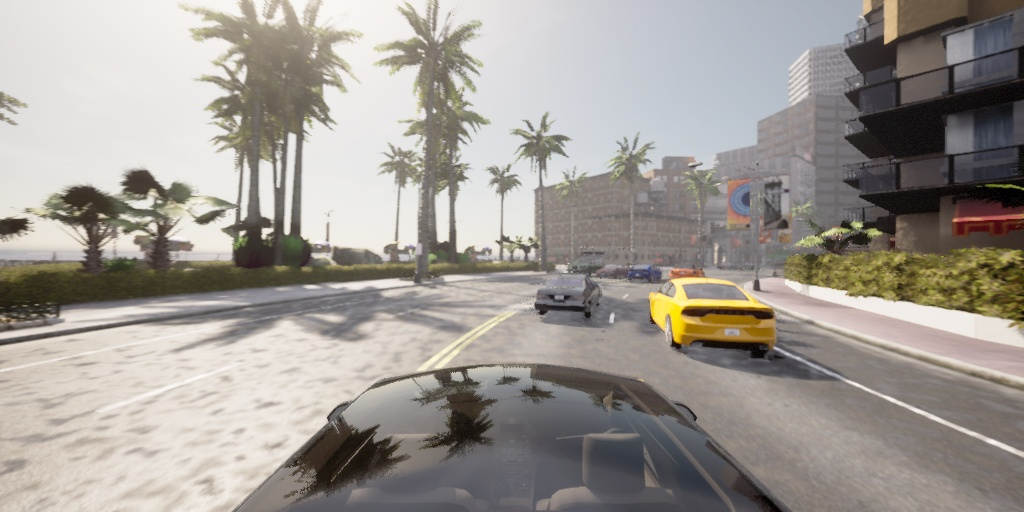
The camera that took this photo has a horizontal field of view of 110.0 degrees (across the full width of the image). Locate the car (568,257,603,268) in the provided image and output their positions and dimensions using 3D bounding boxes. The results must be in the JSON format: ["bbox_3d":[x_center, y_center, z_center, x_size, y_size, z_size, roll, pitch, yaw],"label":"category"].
[{"bbox_3d":[8.095,1.174,38.807,2.150,2.045,5.566,0,0,39],"label":"car"}]

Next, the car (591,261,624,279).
[{"bbox_3d":[10.025,1.487,35.585,1.812,1.442,4.674,0,0,39],"label":"car"}]

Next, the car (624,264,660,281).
[{"bbox_3d":[11.917,1.446,31.925,1.882,1.535,5.008,0,0,36],"label":"car"}]

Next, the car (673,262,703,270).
[{"bbox_3d":[14.352,1.336,29.320,2.097,1.767,4.553,1,0,35],"label":"car"}]

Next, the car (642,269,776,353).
[{"bbox_3d":[4.758,1.300,9.242,1.882,1.535,5.008,0,0,13],"label":"car"}]

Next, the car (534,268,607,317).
[{"bbox_3d":[2.275,1.359,13.609,2.033,1.411,5.357,0,0,18],"label":"car"}]
